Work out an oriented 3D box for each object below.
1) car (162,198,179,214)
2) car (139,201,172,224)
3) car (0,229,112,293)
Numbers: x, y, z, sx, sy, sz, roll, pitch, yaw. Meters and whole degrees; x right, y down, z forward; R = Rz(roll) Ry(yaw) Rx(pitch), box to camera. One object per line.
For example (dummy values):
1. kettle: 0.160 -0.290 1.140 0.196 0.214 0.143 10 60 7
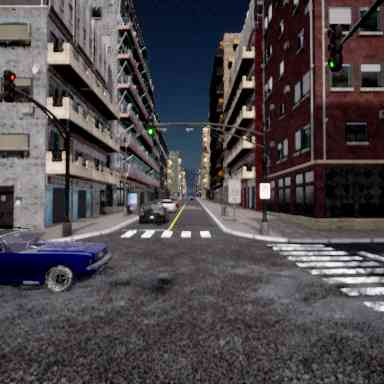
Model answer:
1. car: -2.853 1.645 37.985 1.812 1.442 4.674 0 0 0
2. car: -2.852 1.635 25.596 1.994 1.385 4.181 0 0 0
3. car: -4.487 1.611 8.294 4.718 1.301 1.895 0 -1 -1
